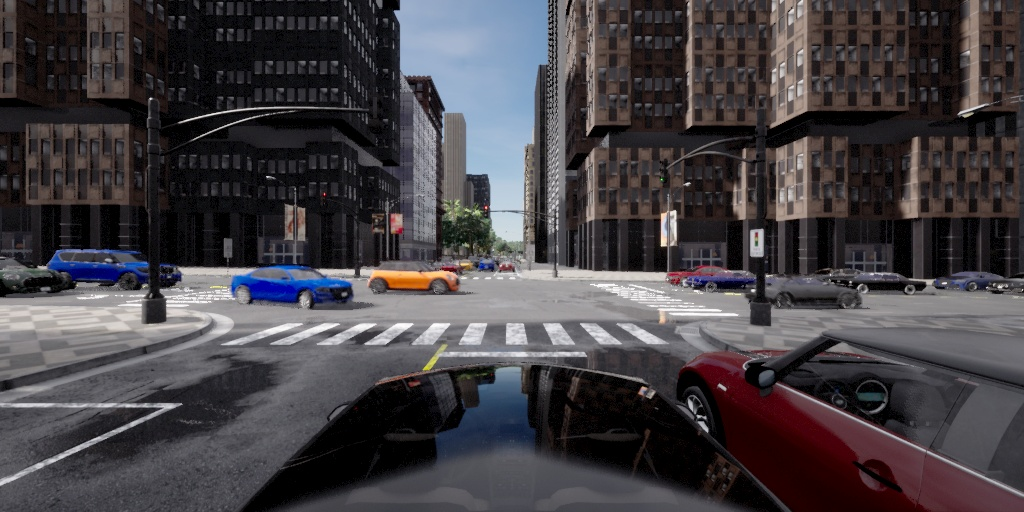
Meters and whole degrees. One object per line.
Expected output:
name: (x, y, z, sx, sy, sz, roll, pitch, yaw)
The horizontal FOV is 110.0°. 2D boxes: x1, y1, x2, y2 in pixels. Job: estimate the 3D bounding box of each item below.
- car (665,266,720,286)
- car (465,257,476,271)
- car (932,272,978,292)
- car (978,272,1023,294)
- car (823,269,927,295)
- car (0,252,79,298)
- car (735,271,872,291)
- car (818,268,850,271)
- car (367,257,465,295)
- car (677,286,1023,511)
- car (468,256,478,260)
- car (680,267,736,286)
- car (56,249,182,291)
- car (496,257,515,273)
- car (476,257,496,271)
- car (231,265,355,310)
car: (13.644, 1.443, 25.704, 5.008, 1.535, 1.882, 1, 0, 0)
car: (-6.497, 1.247, 48.915, 1.882, 1.535, 5.008, 0, 0, 0)
car: (33.112, 1.812, 25.810, 4.181, 1.385, 1.994, 1, 0, -1)
car: (33.100, 1.757, 22.554, 4.892, 1.490, 1.837, 1, 0, 0)
car: (22.692, 1.701, 22.502, 4.718, 1.301, 1.895, 1, 0, 0)
car: (-22.456, 0.818, 15.538, 4.553, 1.767, 2.097, 1, 0, 0)
car: (12.630, 1.527, 15.743, 4.181, 1.385, 1.994, 1, 0, 0)
car: (23.135, 1.608, 25.752, 4.892, 1.490, 1.837, 1, 0, 0)
car: (-5.050, 1.059, 18.888, 4.553, 1.767, 2.097, 1, 0, 0)
car: (2.764, 1.190, 2.356, 1.967, 1.591, 4.097, 0, 0, 0)
car: (-6.557, 1.015, 59.254, 2.150, 2.045, 5.566, 0, 0, 0)
car: (13.526, 1.569, 22.447, 4.718, 1.301, 1.895, 1, 0, 0)
car: (-20.737, 0.707, 18.794, 5.566, 2.045, 2.150, 1, 0, 0)
car: (-0.606, 1.198, 43.747, 1.967, 1.591, 4.097, 0, 0, 0)
car: (-3.313, 1.246, 48.445, 1.882, 1.535, 5.008, 0, 0, 0)
car: (-8.646, 1.142, 14.187, 5.008, 1.535, 1.882, 1, 0, 18)
